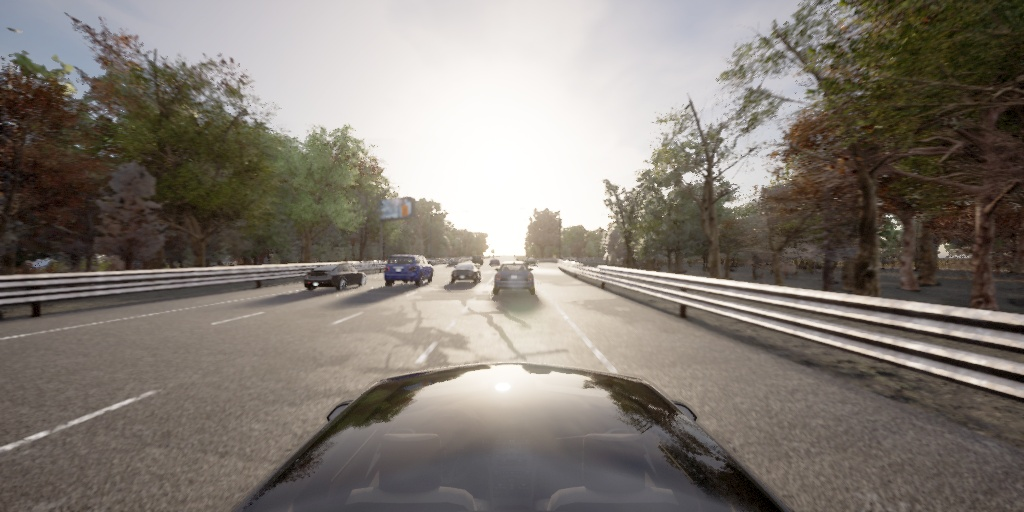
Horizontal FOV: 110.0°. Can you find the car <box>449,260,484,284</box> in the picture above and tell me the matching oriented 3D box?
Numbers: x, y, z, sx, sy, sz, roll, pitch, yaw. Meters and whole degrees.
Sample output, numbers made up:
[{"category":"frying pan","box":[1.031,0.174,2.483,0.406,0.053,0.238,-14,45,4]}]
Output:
[{"category":"car","box":[-3.385,1.241,26.777,1.812,1.442,4.674,0,0,0]}]

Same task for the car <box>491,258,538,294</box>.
[{"category":"car","box":[0.121,1.078,20.223,2.097,1.767,4.553,0,0,0]}]

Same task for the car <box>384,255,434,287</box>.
[{"category":"car","box":[-6.888,0.941,24.456,2.150,2.045,5.566,0,0,0]}]

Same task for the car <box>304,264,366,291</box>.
[{"category":"car","box":[-10.390,1.229,21.412,1.837,1.490,4.892,0,0,0]}]
